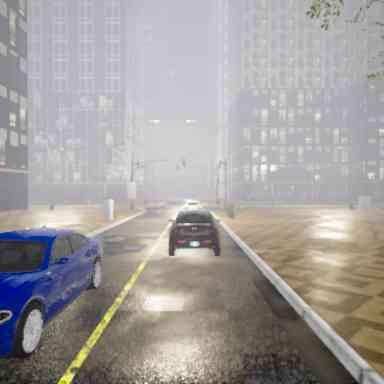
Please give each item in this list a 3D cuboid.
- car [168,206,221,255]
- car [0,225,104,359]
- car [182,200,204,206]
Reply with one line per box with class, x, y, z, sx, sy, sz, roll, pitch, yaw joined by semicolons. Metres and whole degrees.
car;0.095;1.473;13.199;1.837;1.490;4.892;0;-1;0
car;-3.089;1.464;6.153;1.882;1.535;5.008;0;0;0
car;0.094;1.469;29.614;1.812;1.442;4.674;0;0;0
